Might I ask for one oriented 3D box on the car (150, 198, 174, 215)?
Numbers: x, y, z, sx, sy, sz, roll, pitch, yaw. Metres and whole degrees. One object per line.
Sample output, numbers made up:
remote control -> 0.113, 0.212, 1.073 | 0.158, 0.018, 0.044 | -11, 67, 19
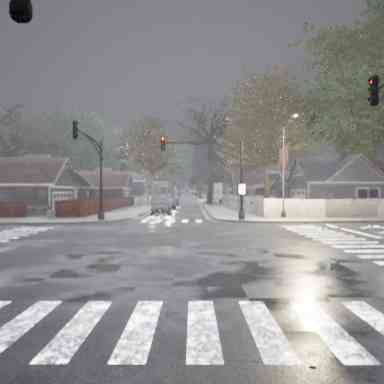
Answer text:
car -> -3.039, 1.506, 33.377 | 1.837, 1.490, 4.892 | 0, 0, -2

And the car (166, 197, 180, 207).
car -> -3.049, 1.576, 53.513 | 1.994, 1.385, 4.181 | 0, 0, 0

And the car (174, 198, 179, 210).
car -> -3.045, 1.484, 43.509 | 1.882, 1.535, 5.008 | 0, 0, 0
